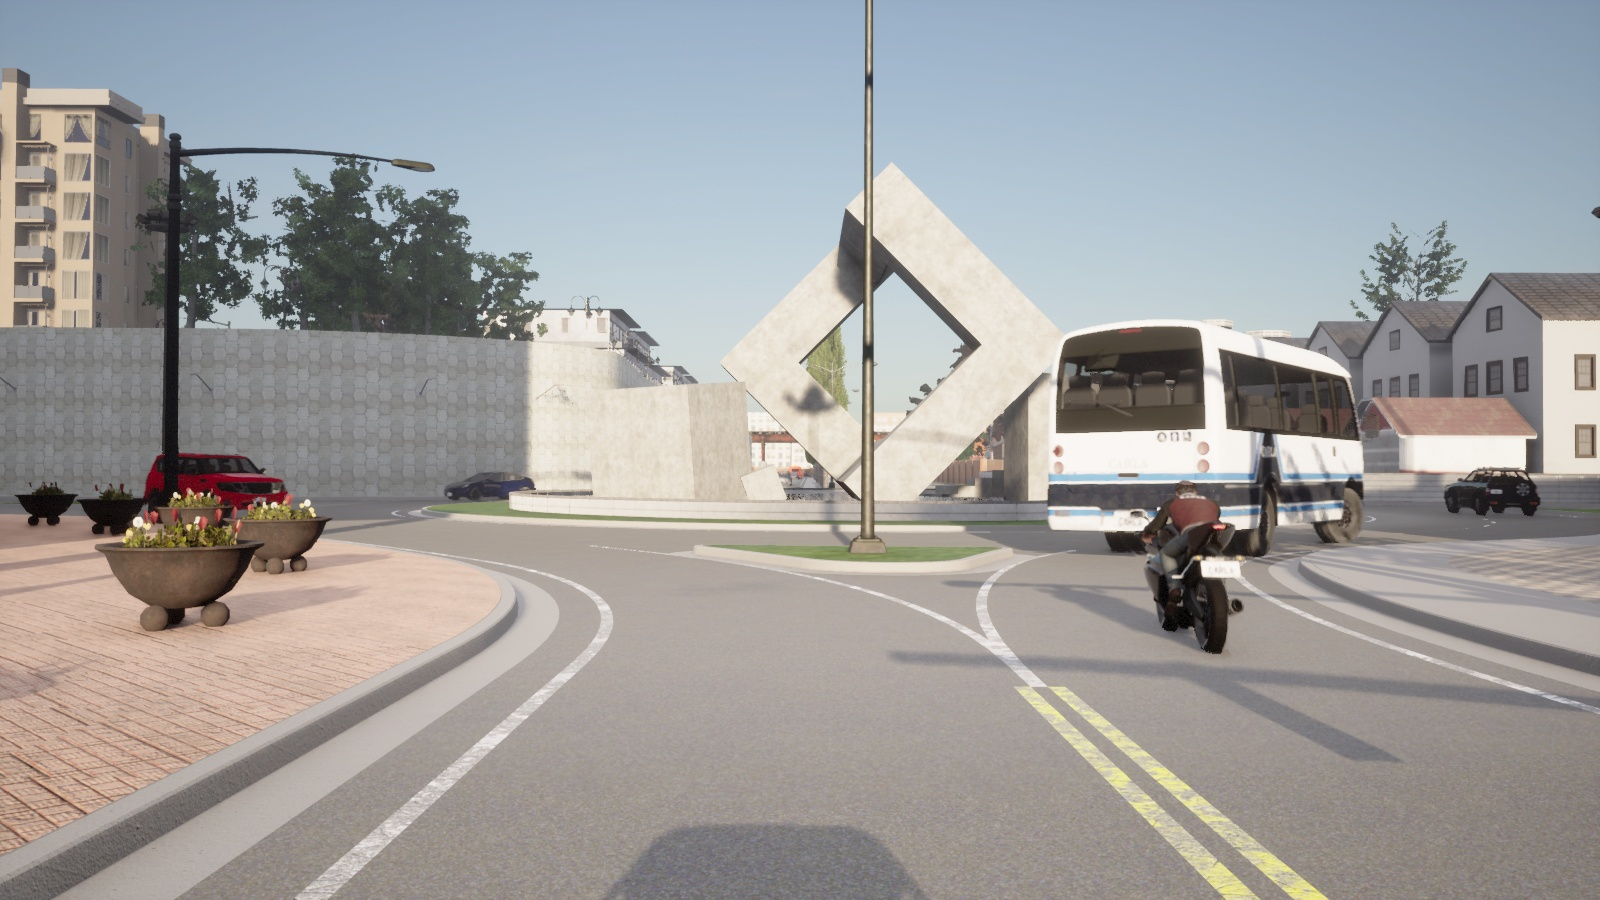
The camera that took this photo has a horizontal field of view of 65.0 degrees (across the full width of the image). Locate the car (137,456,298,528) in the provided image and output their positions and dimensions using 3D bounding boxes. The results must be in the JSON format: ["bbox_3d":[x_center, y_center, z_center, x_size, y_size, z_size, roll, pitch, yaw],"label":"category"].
[{"bbox_3d":[-17.669,1.240,37.960,5.566,2.045,2.150,-1,-1,39],"label":"car"}]

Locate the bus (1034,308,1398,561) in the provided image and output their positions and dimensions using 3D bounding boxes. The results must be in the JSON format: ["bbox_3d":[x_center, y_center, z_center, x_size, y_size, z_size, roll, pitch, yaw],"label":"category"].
[{"bbox_3d":[9.131,-0.157,26.356,3.944,4.253,10.273,-2,-2,38],"label":"bus"}]

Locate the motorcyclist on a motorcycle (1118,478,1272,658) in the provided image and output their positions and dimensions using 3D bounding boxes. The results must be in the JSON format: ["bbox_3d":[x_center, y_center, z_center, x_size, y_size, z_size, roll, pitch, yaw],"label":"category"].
[{"bbox_3d":[3.657,1.034,11.851,0.866,1.530,2.191,0,-1,3],"label":"motorcyclist on a motorcycle"}]

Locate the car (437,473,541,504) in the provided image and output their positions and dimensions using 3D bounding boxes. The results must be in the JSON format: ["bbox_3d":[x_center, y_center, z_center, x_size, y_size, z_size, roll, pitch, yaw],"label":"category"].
[{"bbox_3d":[-15.722,1.944,63.685,2.163,1.488,4.792,-1,-1,41],"label":"car"}]

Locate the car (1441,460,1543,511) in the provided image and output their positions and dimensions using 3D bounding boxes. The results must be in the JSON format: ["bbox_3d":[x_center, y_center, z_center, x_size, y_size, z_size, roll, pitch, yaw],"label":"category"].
[{"bbox_3d":[26.154,1.325,47.658,1.932,1.855,4.605,0,-1,9],"label":"car"}]
